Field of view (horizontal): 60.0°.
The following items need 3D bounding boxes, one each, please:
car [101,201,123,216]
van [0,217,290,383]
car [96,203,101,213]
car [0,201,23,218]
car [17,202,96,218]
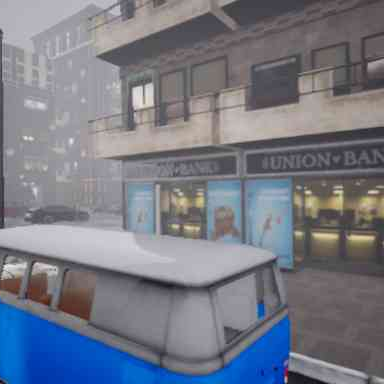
[{"bbox_3d":[-5.635,1.556,31.917,2.033,1.411,5.357,-1,-1,36],"label":"car"},{"bbox_3d":[-0.996,1.329,3.565,3.998,1.788,1.690,0,-1,36],"label":"van"},{"bbox_3d":[-9.247,1.662,36.769,1.947,1.339,4.313,-1,-1,36],"label":"car"},{"bbox_3d":[-15.903,1.472,27.668,1.967,1.590,4.097,-1,-1,36],"label":"car"},{"bbox_3d":[-9.140,1.486,22.717,1.947,1.339,4.313,-1,-1,36],"label":"car"}]
